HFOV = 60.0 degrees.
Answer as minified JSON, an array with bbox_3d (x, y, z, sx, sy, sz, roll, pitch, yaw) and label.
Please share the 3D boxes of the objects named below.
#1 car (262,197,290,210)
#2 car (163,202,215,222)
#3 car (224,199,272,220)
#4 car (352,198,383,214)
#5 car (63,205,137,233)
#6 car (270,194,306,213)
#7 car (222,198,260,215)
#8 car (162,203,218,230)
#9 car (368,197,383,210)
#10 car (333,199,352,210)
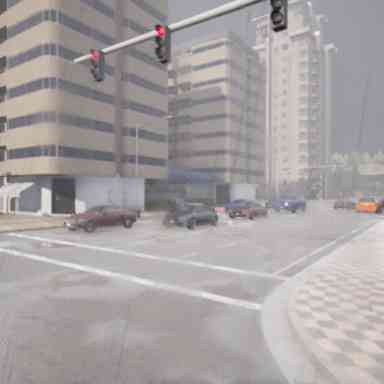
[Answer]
[{"bbox_3d":[10.932,1.484,42.924,1.837,1.490,4.892,0,0,36],"label":"car"},{"bbox_3d":[-0.112,1.581,27.312,1.895,1.301,4.718,0,0,35],"label":"car"},{"bbox_3d":[4.778,1.560,28.152,1.994,1.385,4.181,0,0,36],"label":"car"},{"bbox_3d":[19.418,1.381,36.450,2.097,1.767,4.553,0,0,35],"label":"car"},{"bbox_3d":[-5.336,1.507,19.862,1.812,1.442,4.674,0,0,35],"label":"car"},{"bbox_3d":[10.959,1.217,36.915,2.150,2.045,5.566,0,0,36],"label":"car"},{"bbox_3d":[5.184,1.457,34.813,1.882,1.535,5.008,0,0,35],"label":"car"},{"bbox_3d":[-0.051,1.561,21.322,1.994,1.385,4.181,0,0,35],"label":"car"},{"bbox_3d":[24.752,1.506,44.054,1.882,1.535,5.008,0,0,35],"label":"car"},{"bbox_3d":[19.480,1.560,42.619,2.033,1.411,5.357,0,0,35],"label":"car"}]
